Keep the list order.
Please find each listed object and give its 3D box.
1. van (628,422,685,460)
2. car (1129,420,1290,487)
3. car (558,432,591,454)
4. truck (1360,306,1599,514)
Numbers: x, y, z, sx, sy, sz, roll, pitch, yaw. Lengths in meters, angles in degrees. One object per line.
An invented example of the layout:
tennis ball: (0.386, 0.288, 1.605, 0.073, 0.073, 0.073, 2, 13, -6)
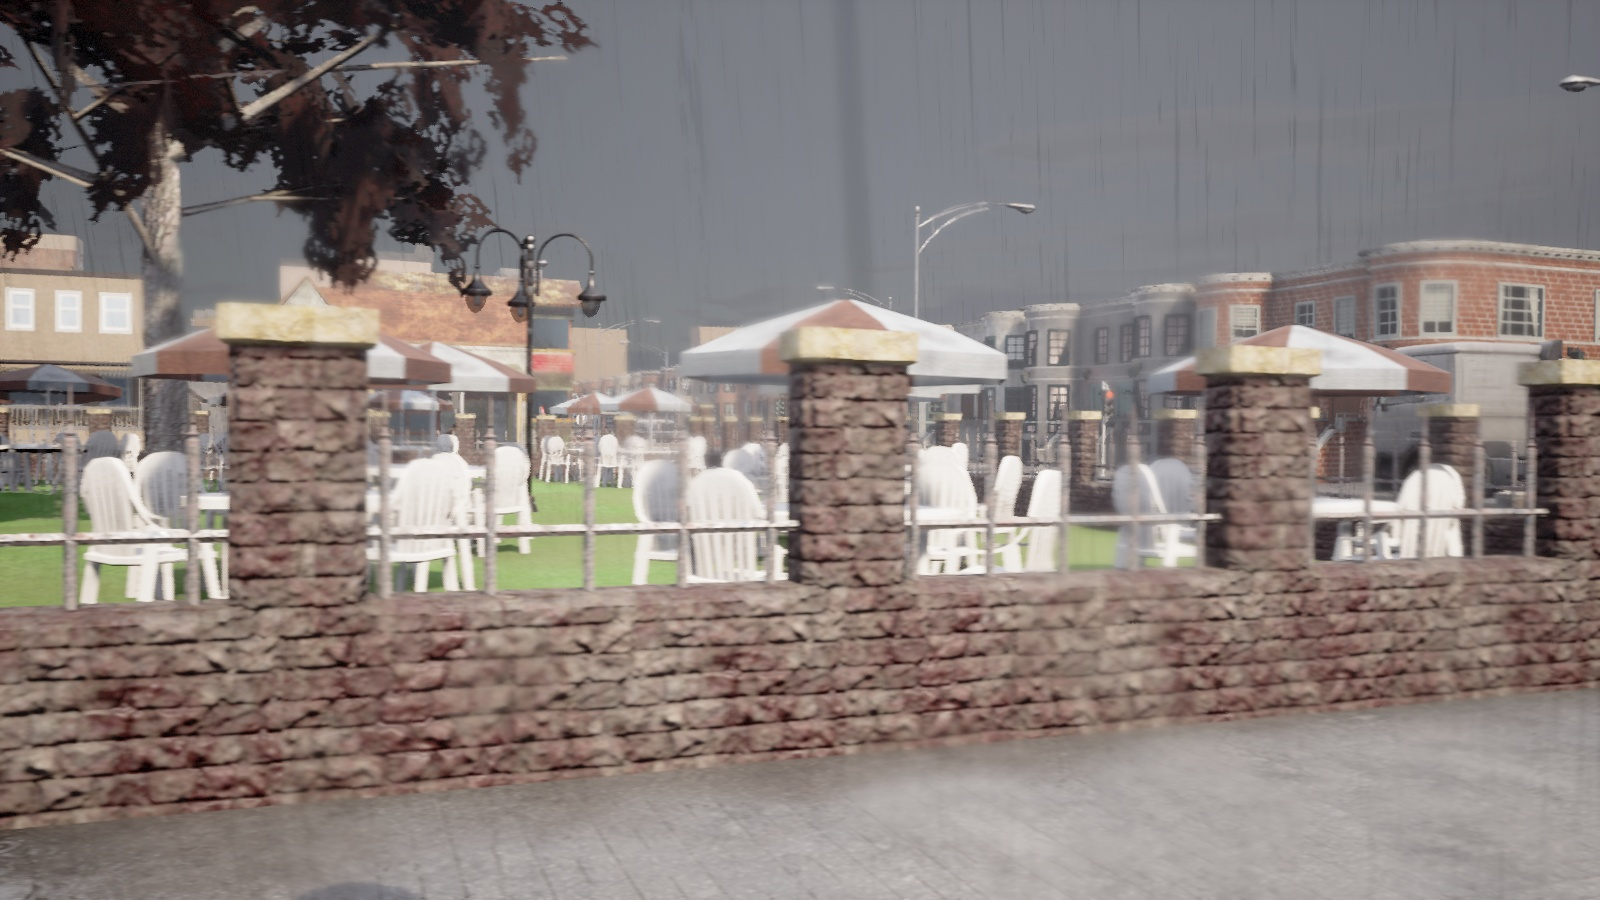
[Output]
van: (-8.001, -0.528, 69.779, 2.069, 2.038, 4.480, -1, 1, -21)
car: (10.457, 0.056, 32.380, 1.851, 1.617, 3.988, -1, 1, -21)
car: (-16.662, -0.552, 92.658, 1.789, 1.549, 3.705, -1, 1, -21)
truck: (14.237, -0.704, 22.471, 2.891, 3.462, 7.936, -1, 1, -21)
